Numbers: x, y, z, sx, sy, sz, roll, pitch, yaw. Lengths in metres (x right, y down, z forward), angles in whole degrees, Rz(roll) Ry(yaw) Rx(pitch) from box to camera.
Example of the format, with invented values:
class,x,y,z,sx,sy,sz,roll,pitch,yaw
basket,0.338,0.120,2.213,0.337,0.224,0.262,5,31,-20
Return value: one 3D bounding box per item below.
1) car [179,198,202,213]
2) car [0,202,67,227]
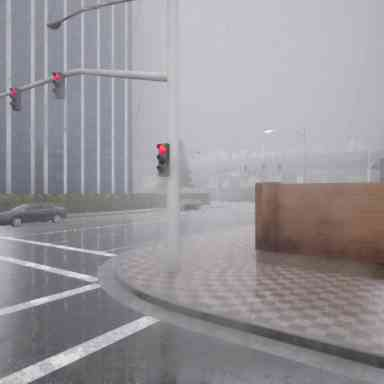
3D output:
class,x,y,z,sx,sy,sz,roll,pitch,yaw
car,-0.741,1.491,37.521,2.128,1.511,4.902,0,0,36
car,-11.088,1.502,22.982,1.837,1.490,4.892,0,1,35
